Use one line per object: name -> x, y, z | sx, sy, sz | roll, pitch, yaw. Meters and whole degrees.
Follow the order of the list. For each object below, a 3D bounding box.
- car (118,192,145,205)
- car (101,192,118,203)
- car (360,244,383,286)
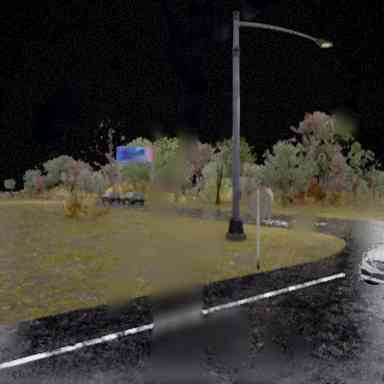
car -> -9.551, 1.049, 53.678 | 2.150, 2.045, 5.566 | 0, 0, -33
car -> -15.059, 1.030, 61.870 | 2.150, 2.045, 5.566 | 0, 0, -34
car -> 6.060, 1.490, 8.197 | 4.674, 1.442, 1.812 | 0, 0, -35
